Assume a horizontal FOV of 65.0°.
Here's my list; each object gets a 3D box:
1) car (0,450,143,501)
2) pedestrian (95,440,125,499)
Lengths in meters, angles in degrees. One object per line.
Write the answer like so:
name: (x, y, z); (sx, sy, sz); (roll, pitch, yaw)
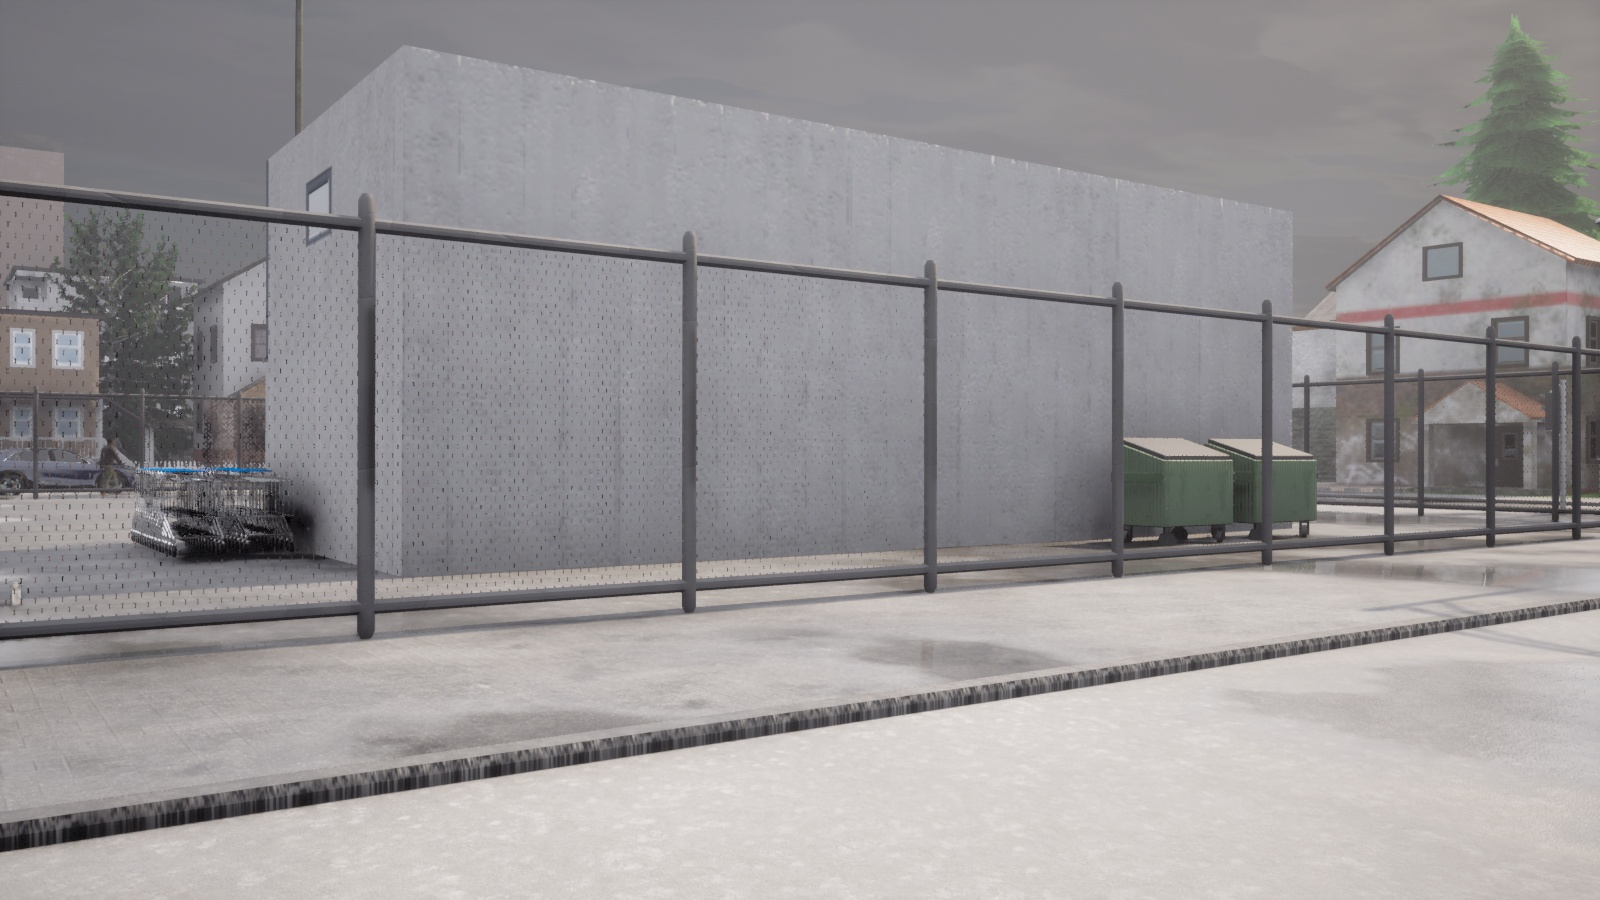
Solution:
car: (-24.908, 0.831, 42.177); (4.856, 1.649, 2.033); (0, 0, -34)
pedestrian: (-21.564, 0.596, 39.258); (0.431, 1.840, 0.703); (0, 0, 28)
